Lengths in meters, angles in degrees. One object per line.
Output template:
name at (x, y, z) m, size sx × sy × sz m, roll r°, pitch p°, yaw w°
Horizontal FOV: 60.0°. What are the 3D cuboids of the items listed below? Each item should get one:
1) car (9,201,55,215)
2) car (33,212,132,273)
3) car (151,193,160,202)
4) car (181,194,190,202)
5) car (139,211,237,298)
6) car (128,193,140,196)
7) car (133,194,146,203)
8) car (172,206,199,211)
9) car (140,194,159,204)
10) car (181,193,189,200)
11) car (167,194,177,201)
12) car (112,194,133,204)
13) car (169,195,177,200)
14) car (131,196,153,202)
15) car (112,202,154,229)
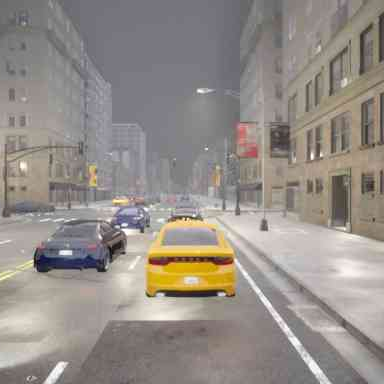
car at (-16.244, 1.561, 33.835) m, size 4.181 × 1.385 × 1.994 m, roll 0°, pitch 0°, yaw -7°
car at (-3.355, 1.566, 10.739) m, size 1.994 × 1.385 × 4.181 m, roll 0°, pitch 0°, yaw -1°
car at (-7.973, 1.250, 71.226) m, size 2.150 × 2.045 × 5.566 m, roll 0°, pitch 0°, yaw -1°
car at (-1.669, 1.376, 80.642) m, size 2.097 × 1.767 × 4.553 m, roll 0°, pitch 0°, yaw -1°
car at (-0.053, 1.479, 8.601) m, size 1.882 × 1.535 × 5.008 m, roll 0°, pitch 0°, yaw -1°
car at (-11.069, 1.244, 61.081) m, size 2.150 × 2.045 × 5.566 m, roll 0°, pitch 0°, yaw -1°
car at (-11.220, 1.380, 71.070) m, size 2.097 × 1.767 × 4.553 m, roll 0°, pitch 0°, yaw -1°
car at (-0.353, 1.509, 18.082) m, size 1.837 × 1.490 × 4.892 m, roll 0°, pitch 0°, yaw -1°
car at (-7.810, 1.570, 60.751) m, size 2.033 × 1.411 × 5.357 m, roll 0°, pitch 0°, yaw -1°
car at (-1.880, 1.248, 90.643) m, size 2.097 × 1.767 × 4.553 m, roll 0°, pitch 0°, yaw -1°
car at (-4.918, 1.376, 80.574) m, size 2.097 × 1.767 × 4.553 m, roll 0°, pitch 0°, yaw -1°
car at (-10.894, 1.498, 51.146) m, size 1.882 × 1.535 × 5.008 m, roll 0°, pitch 0°, yaw -1°
car at (-5.130, 1.433, 90.605) m, size 2.033 × 1.411 × 5.357 m, roll 0°, pitch 0°, yaw -1°
car at (-7.641, 1.621, 51.108) m, size 1.895 × 1.301 × 4.718 m, roll 0°, pitch 0°, yaw -1°
car at (-3.533, 1.531, 19.481) m, size 1.812 × 1.442 × 4.674 m, roll 0°, pitch 0°, yaw -1°
